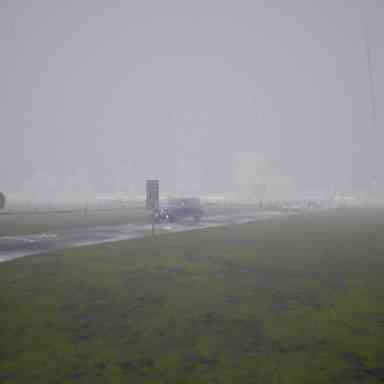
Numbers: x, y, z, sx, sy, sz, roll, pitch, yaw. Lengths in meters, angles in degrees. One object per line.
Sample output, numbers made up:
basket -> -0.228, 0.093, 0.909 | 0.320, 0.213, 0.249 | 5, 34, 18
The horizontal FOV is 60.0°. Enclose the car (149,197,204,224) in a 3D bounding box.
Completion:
car -> -1.171, 1.465, 27.736 | 2.150, 2.045, 5.566 | -1, -1, 35

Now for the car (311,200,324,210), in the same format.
car -> 19.339, 2.009, 52.370 | 1.837, 1.490, 4.892 | -1, -1, 35

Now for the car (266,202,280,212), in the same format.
car -> 12.110, 2.058, 46.814 | 1.895, 1.301, 4.718 | -1, -1, 35

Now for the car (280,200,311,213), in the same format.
car -> 13.815, 2.018, 44.303 | 1.895, 1.301, 4.718 | -1, -1, 35
